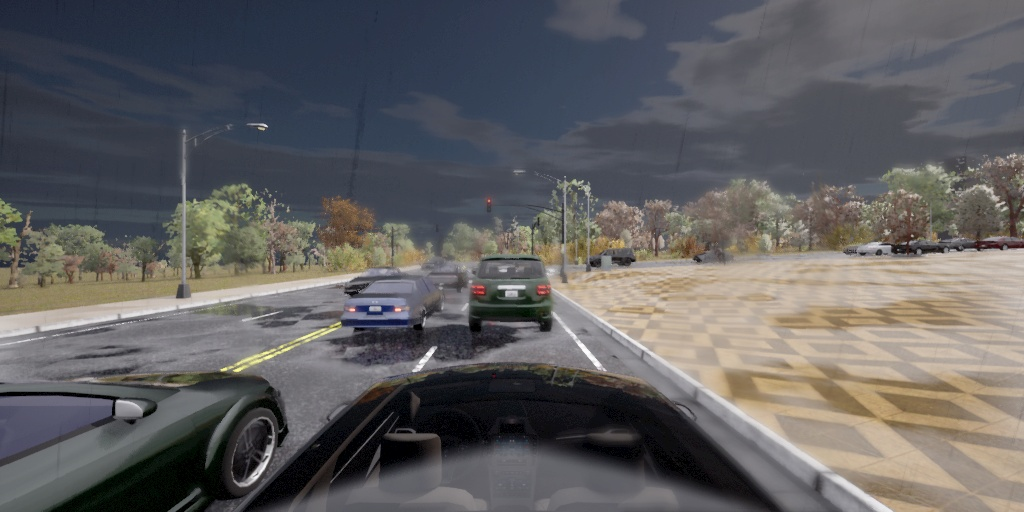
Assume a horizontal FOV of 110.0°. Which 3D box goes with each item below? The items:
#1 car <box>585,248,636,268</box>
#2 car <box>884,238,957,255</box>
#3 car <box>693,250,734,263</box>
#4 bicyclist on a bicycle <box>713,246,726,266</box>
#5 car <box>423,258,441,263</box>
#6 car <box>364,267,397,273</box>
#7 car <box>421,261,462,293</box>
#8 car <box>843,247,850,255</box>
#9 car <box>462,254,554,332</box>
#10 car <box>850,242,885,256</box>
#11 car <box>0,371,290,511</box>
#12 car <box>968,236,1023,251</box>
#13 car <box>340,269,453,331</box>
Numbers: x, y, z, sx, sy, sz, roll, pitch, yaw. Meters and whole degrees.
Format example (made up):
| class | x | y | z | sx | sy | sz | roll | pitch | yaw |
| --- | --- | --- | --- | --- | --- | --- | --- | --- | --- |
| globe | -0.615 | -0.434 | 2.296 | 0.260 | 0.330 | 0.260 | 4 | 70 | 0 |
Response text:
| class | x | y | z | sx | sy | sz | roll | pitch | yaw |
| --- | --- | --- | --- | --- | --- | --- | --- | --- | --- |
| car | 11.182 | 0.216 | 40.726 | 5.566 | 2.045 | 2.150 | -3 | 0 | -3 |
| car | 41.237 | -0.882 | 36.232 | 5.008 | 1.535 | 1.882 | -3 | 0 | -5 |
| car | 23.190 | 0.011 | 41.402 | 4.181 | 1.385 | 1.994 | -3 | 0 | -4 |
| bicyclist on a bicycle | 17.399 | 0.002 | 30.124 | 0.582 | 1.620 | 1.656 | -2 | 0 | -3 |
| car | -12.545 | 1.402 | 54.750 | 1.994 | 1.385 | 4.181 | 0 | 0 | -5 |
| car | -6.948 | 1.310 | 19.042 | 2.033 | 1.411 | 5.357 | 0 | 0 | -1 |
| car | -3.624 | 1.256 | 20.768 | 2.128 | 1.511 | 4.902 | 0 | 0 | 0 |
| car | 42.206 | -0.846 | 42.947 | 4.181 | 1.385 | 1.994 | -2 | 0 | -5 |
| car | -0.063 | 0.976 | 11.020 | 2.150 | 2.045 | 5.566 | 0 | 0 | -1 |
| car | 40.574 | -0.808 | 39.431 | 4.674 | 1.442 | 1.812 | -3 | 0 | -6 |
| car | -3.173 | 1.314 | 1.800 | 1.994 | 1.385 | 4.181 | 0 | 0 | 0 |
| car | 51.156 | -1.319 | 37.365 | 5.008 | 1.535 | 1.882 | -3 | 0 | -7 |
| car | -3.311 | 1.302 | 11.022 | 2.033 | 1.411 | 5.357 | 0 | 0 | -1 |
